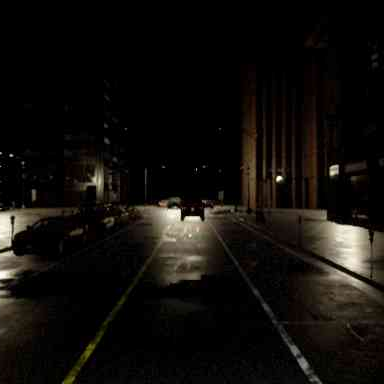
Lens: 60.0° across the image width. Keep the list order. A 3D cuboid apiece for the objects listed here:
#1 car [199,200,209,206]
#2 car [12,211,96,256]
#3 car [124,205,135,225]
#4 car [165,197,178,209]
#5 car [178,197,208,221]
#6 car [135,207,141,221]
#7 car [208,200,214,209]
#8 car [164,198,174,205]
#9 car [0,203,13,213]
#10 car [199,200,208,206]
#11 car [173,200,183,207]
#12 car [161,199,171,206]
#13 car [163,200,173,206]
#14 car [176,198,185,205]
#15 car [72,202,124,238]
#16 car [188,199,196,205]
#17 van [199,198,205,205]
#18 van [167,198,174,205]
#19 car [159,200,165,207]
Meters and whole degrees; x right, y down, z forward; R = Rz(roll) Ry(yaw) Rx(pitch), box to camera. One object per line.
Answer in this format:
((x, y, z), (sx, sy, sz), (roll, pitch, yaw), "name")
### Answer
((2.732, 2.491, 74.456), (2.008, 1.369, 4.403), (0, -1, 0), "car")
((-5.766, 1.721, 14.031), (1.887, 1.381, 4.507), (0, -1, 0), "car")
((-5.771, 1.839, 25.064), (1.752, 1.417, 4.829), (0, -1, 0), "car")
((-3.094, 1.962, 58.888), (2.150, 2.045, 5.566), (0, -1, 0), "car")
((0.066, 1.612, 31.137), (2.150, 2.045, 5.566), (0, -1, 0), "car")
((-5.774, 1.909, 30.665), (1.752, 1.417, 4.829), (0, -1, 0), "car")
((2.740, 2.165, 57.632), (1.967, 1.590, 4.097), (0, -1, 0), "car")
((-5.798, 2.400, 85.655), (2.192, 1.841, 5.009), (0, -1, 0), "car")
((-25.486, 1.944, 42.454), (4.902, 1.511, 2.128), (0, -1, 0), "car")
((2.729, 2.579, 80.064), (1.947, 1.339, 4.313), (0, -1, 0), "car")
((-3.032, 2.486, 73.954), (1.994, 1.385, 4.181), (0, -1, 0), "car")
((-5.793, 2.380, 74.435), (1.967, 1.590, 4.097), (0, -1, 0), "car")
((-5.796, 2.563, 80.043), (2.008, 1.369, 4.403), (0, -1, 0), "car")
((-3.039, 2.475, 88.803), (2.097, 1.767, 4.553), (0, -1, 0), "car")
((-5.768, 1.561, 19.635), (2.192, 1.841, 5.009), (0, -1, 0), "car")
((-0.038, 2.630, 87.887), (2.128, 1.511, 4.902), (0, -1, 0), "car")
((2.725, 2.501, 91.284), (1.690, 1.788, 3.998), (0, -1, 0), "van")
((-5.800, 2.500, 91.263), (1.690, 1.788, 3.998), (0, -1, 0), "van")
((-5.791, 2.308, 68.826), (1.967, 1.590, 4.097), (0, -1, 0), "car")
